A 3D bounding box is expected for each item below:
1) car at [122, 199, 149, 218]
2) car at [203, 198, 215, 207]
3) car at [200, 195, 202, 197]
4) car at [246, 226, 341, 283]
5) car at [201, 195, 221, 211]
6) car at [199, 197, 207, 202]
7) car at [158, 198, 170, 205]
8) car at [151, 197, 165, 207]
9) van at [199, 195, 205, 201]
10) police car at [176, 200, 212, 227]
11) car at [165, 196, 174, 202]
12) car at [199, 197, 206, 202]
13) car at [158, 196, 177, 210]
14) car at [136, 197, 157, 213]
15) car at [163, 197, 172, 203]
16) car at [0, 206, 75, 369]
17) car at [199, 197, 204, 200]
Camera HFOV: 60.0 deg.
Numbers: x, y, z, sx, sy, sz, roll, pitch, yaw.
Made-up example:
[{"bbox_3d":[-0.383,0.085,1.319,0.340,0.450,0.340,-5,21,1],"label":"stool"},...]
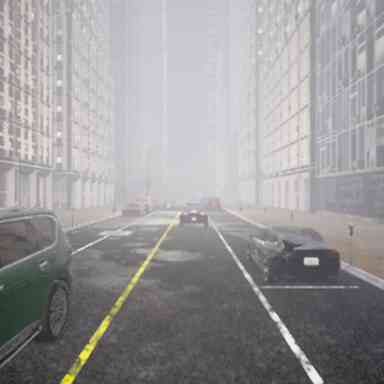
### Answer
[{"bbox_3d":[-5.655,1.691,32.395,1.887,1.381,4.507,0,0,0],"label":"car"},{"bbox_3d":[2.752,1.759,55.346,1.752,1.417,4.829,0,0,0],"label":"car"},{"bbox_3d":[2.745,1.528,49.478,2.192,1.841,5.009,0,0,0],"label":"car"},{"bbox_3d":[2.698,1.613,9.589,1.947,1.339,4.313,0,0,0],"label":"car"},{"bbox_3d":[2.738,1.507,43.780,2.192,1.841,5.009,0,0,0],"label":"car"},{"bbox_3d":[2.786,1.871,83.671,2.008,1.369,4.403,0,0,0],"label":"car"},{"bbox_3d":[-5.615,1.820,66.585,2.008,1.369,4.403,0,0,0],"label":"car"},{"bbox_3d":[-5.628,1.672,55.189,1.967,1.590,4.097,0,0,0],"label":"car"},{"bbox_3d":[2.799,1.687,95.067,1.690,1.788,3.998,0,0,0],"label":"van"},{"bbox_3d":[0.127,1.616,24.105,2.038,1.542,4.974,0,0,0],"label":"police car"},{"bbox_3d":[-5.595,1.759,83.682,1.967,1.590,4.097,0,0,0],"label":"car"},{"bbox_3d":[2.793,1.916,89.368,1.802,1.307,4.206,0,0,0],"label":"car"},{"bbox_3d":[-3.032,1.689,45.389,2.128,1.511,4.902,0,0,0],"label":"car"},{"bbox_3d":[-5.649,1.484,38.095,2.192,1.841,5.009,0,0,0],"label":"car"},{"bbox_3d":[-5.602,1.828,77.811,1.752,1.417,4.829,0,0,0],"label":"car"},{"bbox_3d":[-3.097,1.239,3.594,2.150,2.045,5.566,0,0,0],"label":"car"},{"bbox_3d":[0.146,1.751,42.643,1.994,1.385,4.181,0,0,0],"label":"car"}]
